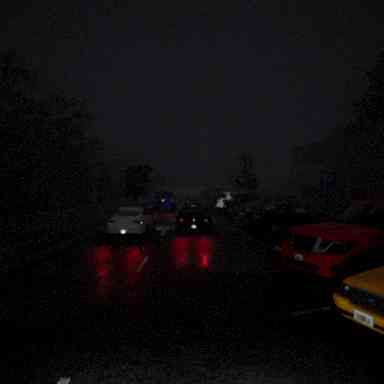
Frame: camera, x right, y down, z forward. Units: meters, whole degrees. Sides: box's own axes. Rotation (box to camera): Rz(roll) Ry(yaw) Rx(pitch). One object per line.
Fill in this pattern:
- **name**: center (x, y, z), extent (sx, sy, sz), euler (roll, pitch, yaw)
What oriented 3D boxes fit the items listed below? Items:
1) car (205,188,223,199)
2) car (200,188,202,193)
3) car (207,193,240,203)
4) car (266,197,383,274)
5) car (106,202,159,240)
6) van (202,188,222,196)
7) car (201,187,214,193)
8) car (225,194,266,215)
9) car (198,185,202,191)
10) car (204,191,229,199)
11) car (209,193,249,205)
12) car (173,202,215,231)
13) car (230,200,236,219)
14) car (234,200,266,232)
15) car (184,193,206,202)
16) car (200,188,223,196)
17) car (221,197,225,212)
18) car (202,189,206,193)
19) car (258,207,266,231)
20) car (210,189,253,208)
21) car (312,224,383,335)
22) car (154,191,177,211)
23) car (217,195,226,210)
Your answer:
- **car**: center (5.058, 0.870, 41.594), extent (5.566, 2.045, 2.435), euler (0, 1, -20)
- **car**: center (5.082, 0.377, 77.578), extent (4.892, 1.521, 2.231), euler (0, 1, -20)
- **car**: center (5.057, 0.912, 53.613), extent (4.792, 1.488, 2.163), euler (0, 2, -20)
- **car**: center (5.052, 1.174, 8.572), extent (5.566, 2.045, 2.435), euler (1, 1, -20)
- **car**: center (-2.896, 1.423, 16.320), extent (1.812, 1.442, 4.674), euler (0, 0, 0)
- **van**: center (4.984, 0.024, 83.494), extent (4.442, 1.987, 1.878), euler (0, 2, -20)
- **car**: center (5.059, 0.377, 71.602), extent (4.553, 1.767, 2.185), euler (0, 1, -20)
- **car**: center (5.108, 1.213, 23.604), extent (4.553, 1.767, 2.185), euler (1, 1, -20)
- **car**: center (5.067, 0.062, 80.541), extent (5.566, 2.045, 2.435), euler (0, 2, -20)
- **car**: center (5.082, 0.605, 68.634), extent (4.674, 1.452, 2.002), euler (0, 1, -20)
- **car**: center (5.253, 1.005, 47.690), extent (5.366, 1.575, 1.946), euler (0, 1, -20)
- **car**: center (0.105, 1.481, 19.422), extent (1.895, 1.301, 4.718), euler (0, 0, 0)
- **car**: center (5.078, 1.399, 20.594), extent (4.674, 1.452, 2.002), euler (1, 1, -20)
- **car**: center (5.067, 1.377, 17.594), extent (5.008, 1.535, 2.097), euler (1, 0, -20)
- **car**: center (0.109, 1.199, 36.721), extent (2.128, 1.511, 4.902), euler (0, 1, 0)
- **car**: center (5.120, -0.065, 86.536), extent (5.566, 2.045, 2.435), euler (0, 1, -20)
- **car**: center (5.079, 1.357, 26.594), extent (4.674, 1.452, 2.002), euler (1, 1, -20)
- **car**: center (5.060, 0.658, 65.616), extent (4.792, 1.488, 2.163), euler (0, 2, -20)
- **car**: center (5.047, 1.437, 11.577), extent (4.792, 1.488, 2.163), euler (1, 1, -20)
- **car**: center (5.107, 1.000, 32.614), extent (5.566, 2.045, 2.435), euler (0, 1, -20)
- **car**: center (4.897, 1.438, 5.522), extent (5.366, 1.575, 1.946), euler (1, 1, -20)
- **car**: center (-2.892, 0.939, 36.048), extent (2.150, 2.045, 5.566), euler (0, 1, 0)
- **car**: center (5.103, 1.314, 29.619), extent (4.792, 1.488, 2.163), euler (1, 0, -20)
